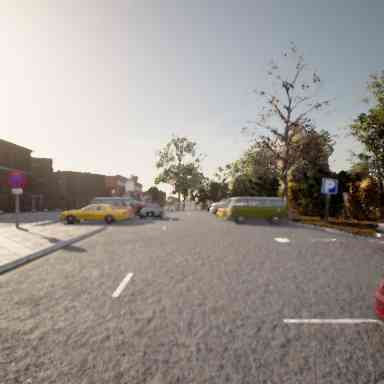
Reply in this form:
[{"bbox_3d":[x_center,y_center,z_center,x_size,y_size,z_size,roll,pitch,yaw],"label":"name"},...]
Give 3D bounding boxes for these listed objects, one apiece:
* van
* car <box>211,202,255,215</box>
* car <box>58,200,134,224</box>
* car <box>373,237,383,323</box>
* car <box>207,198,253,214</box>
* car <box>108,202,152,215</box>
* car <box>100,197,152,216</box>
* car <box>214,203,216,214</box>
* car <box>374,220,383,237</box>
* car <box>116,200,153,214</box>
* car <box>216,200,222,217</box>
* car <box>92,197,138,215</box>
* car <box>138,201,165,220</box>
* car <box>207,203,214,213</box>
[{"bbox_3d":[4.776,1.389,25.393,4.442,1.987,1.878,0,-1,0],"label":"van"},{"bbox_3d":[4.753,1.924,39.350,4.892,1.521,2.231,0,-2,-1],"label":"car"},{"bbox_3d":[-7.565,1.621,25.930,5.366,1.575,1.946,0,-1,0],"label":"car"},{"bbox_3d":[5.043,1.519,4.596,4.674,1.452,2.002,0,0,0],"label":"car"},{"bbox_3d":[4.696,1.751,42.025,5.566,2.045,2.435,0,-2,-1],"label":"car"},{"bbox_3d":[-7.527,1.972,40.990,5.008,1.535,2.097,0,-2,-1],"label":"car"},{"bbox_3d":[-7.464,1.634,38.081,5.566,2.045,2.435,0,-1,-1],"label":"car"},{"bbox_3d":[5.031,1.710,30.846,5.366,1.575,1.946,0,-1,-1],"label":"car"},{"bbox_3d":[9.878,1.665,13.034,4.902,1.511,2.128,3,-1,7],"label":"car"},{"bbox_3d":[-7.540,1.937,44.028,4.553,1.767,2.185,0,-2,-1],"label":"car"},{"bbox_3d":[5.054,1.659,28.185,5.366,1.575,1.946,0,-1,0],"label":"car"},{"bbox_3d":[-7.375,1.548,28.851,4.553,1.767,2.185,0,-1,-1],"label":"car"},{"bbox_3d":[-3.585,1.788,30.385,1.994,1.385,4.181,0,-1,0],"label":"car"},{"bbox_3d":[4.768,1.592,36.565,5.566,2.045,2.435,0,-2,-1],"label":"car"}]
